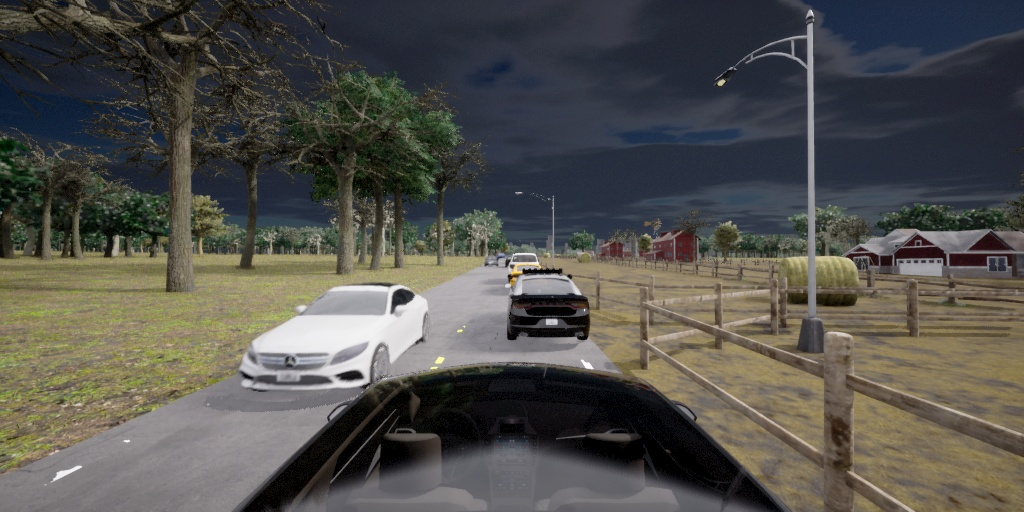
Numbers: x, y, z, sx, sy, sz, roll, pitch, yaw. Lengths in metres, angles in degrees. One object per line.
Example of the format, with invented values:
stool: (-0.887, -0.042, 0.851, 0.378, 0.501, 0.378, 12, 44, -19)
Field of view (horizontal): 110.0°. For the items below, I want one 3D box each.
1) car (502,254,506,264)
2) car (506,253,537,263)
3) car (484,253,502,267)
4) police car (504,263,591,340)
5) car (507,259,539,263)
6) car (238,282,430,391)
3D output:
car: (0.048, 0.747, 49.291, 1.882, 1.535, 5.008, 0, 1, 1)
car: (0.829, 0.810, 25.952, 2.150, 2.045, 5.566, 0, 1, 0)
car: (-2.839, 0.747, 50.173, 2.128, 1.511, 4.902, 0, 1, 0)
police car: (0.826, 1.156, 10.030, 1.930, 1.638, 5.238, 0, 0, 0)
car: (0.828, 1.134, 19.921, 1.882, 1.535, 5.008, 0, 1, 0)
car: (-2.850, 1.268, 6.903, 1.812, 1.442, 4.674, 0, 0, 0)
